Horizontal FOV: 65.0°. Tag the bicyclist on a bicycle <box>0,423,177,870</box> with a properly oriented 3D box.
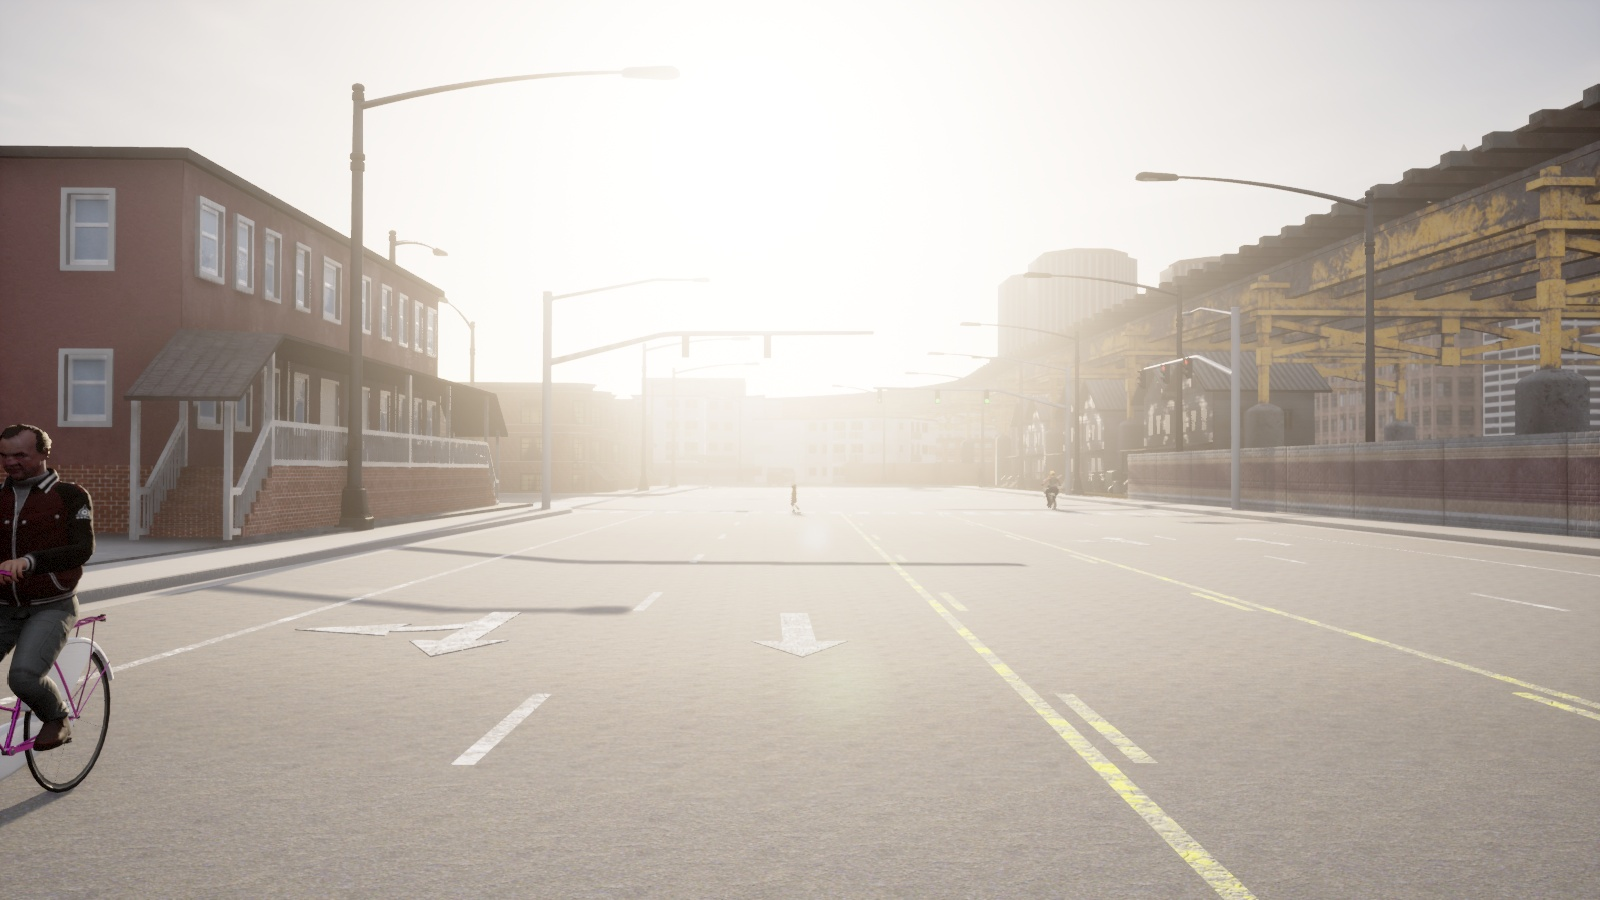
[{"bbox_3d":[-3.513,0.791,5.486,0.659,1.776,1.843,0,-1,0],"label":"bicyclist on a bicycle"}]
